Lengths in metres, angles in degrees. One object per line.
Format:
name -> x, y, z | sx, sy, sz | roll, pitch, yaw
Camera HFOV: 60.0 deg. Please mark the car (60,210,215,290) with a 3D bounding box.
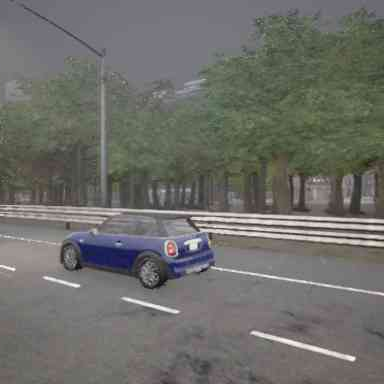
car -> -1.690, 1.360, 9.375 | 4.553, 1.767, 2.097 | 0, 0, 36
